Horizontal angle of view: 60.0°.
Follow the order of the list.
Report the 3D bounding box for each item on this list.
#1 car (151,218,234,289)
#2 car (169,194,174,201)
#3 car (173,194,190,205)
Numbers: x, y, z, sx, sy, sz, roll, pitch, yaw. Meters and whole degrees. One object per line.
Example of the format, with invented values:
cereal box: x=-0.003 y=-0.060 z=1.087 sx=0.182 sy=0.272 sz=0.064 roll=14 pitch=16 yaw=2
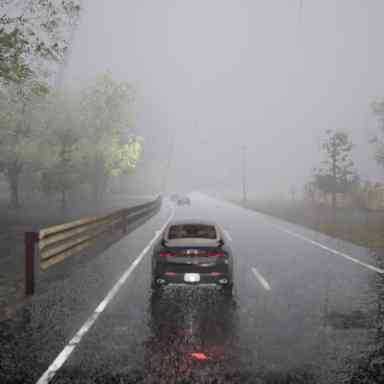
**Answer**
car: x=0.007 y=1.463 z=9.028 sx=1.837 sy=1.490 sz=4.892 roll=0 pitch=0 yaw=0
car: x=-3.649 y=1.206 z=70.752 sx=1.812 sy=1.442 sz=4.674 roll=0 pitch=0 yaw=-9
car: x=-1.317 y=1.260 z=51.130 sx=2.128 sy=1.511 sz=4.902 roll=0 pitch=0 yaw=-5
